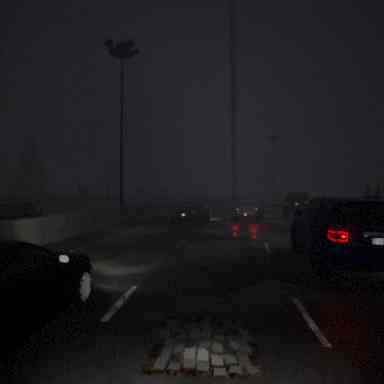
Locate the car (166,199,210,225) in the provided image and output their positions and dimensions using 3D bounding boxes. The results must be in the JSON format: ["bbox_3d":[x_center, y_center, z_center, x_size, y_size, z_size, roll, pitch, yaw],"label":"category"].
[{"bbox_3d":[-0.028,1.395,22.703,1.994,1.385,4.181,0,0,15],"label":"car"}]

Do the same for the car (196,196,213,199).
[{"bbox_3d":[1.911,1.267,53.310,1.994,1.385,4.181,0,0,32],"label":"car"}]

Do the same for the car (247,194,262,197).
[{"bbox_3d":[11.146,1.177,60.351,2.128,1.511,4.902,0,0,38],"label":"car"}]

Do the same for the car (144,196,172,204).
[{"bbox_3d":[-4.793,1.265,48.837,2.033,1.411,5.357,0,0,28],"label":"car"}]

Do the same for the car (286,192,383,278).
[{"bbox_3d":[4.411,1.145,9.888,2.150,2.045,5.566,0,0,7],"label":"car"}]

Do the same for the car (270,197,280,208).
[{"bbox_3d":[11.242,1.282,41.345,2.033,1.411,5.357,0,0,29],"label":"car"}]

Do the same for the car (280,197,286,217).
[{"bbox_3d":[9.040,1.019,28.289,2.150,2.045,5.566,0,0,20],"label":"car"}]

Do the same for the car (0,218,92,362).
[{"bbox_3d":[-3.079,1.430,4.881,1.882,1.535,5.008,0,0,3],"label":"car"}]

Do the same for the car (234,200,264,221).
[{"bbox_3d":[4.442,1.341,25.569,1.812,1.442,4.674,0,0,17],"label":"car"}]

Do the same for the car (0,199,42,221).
[{"bbox_3d":[-9.005,1.222,15.356,2.097,1.767,4.553,0,0,11],"label":"car"}]
